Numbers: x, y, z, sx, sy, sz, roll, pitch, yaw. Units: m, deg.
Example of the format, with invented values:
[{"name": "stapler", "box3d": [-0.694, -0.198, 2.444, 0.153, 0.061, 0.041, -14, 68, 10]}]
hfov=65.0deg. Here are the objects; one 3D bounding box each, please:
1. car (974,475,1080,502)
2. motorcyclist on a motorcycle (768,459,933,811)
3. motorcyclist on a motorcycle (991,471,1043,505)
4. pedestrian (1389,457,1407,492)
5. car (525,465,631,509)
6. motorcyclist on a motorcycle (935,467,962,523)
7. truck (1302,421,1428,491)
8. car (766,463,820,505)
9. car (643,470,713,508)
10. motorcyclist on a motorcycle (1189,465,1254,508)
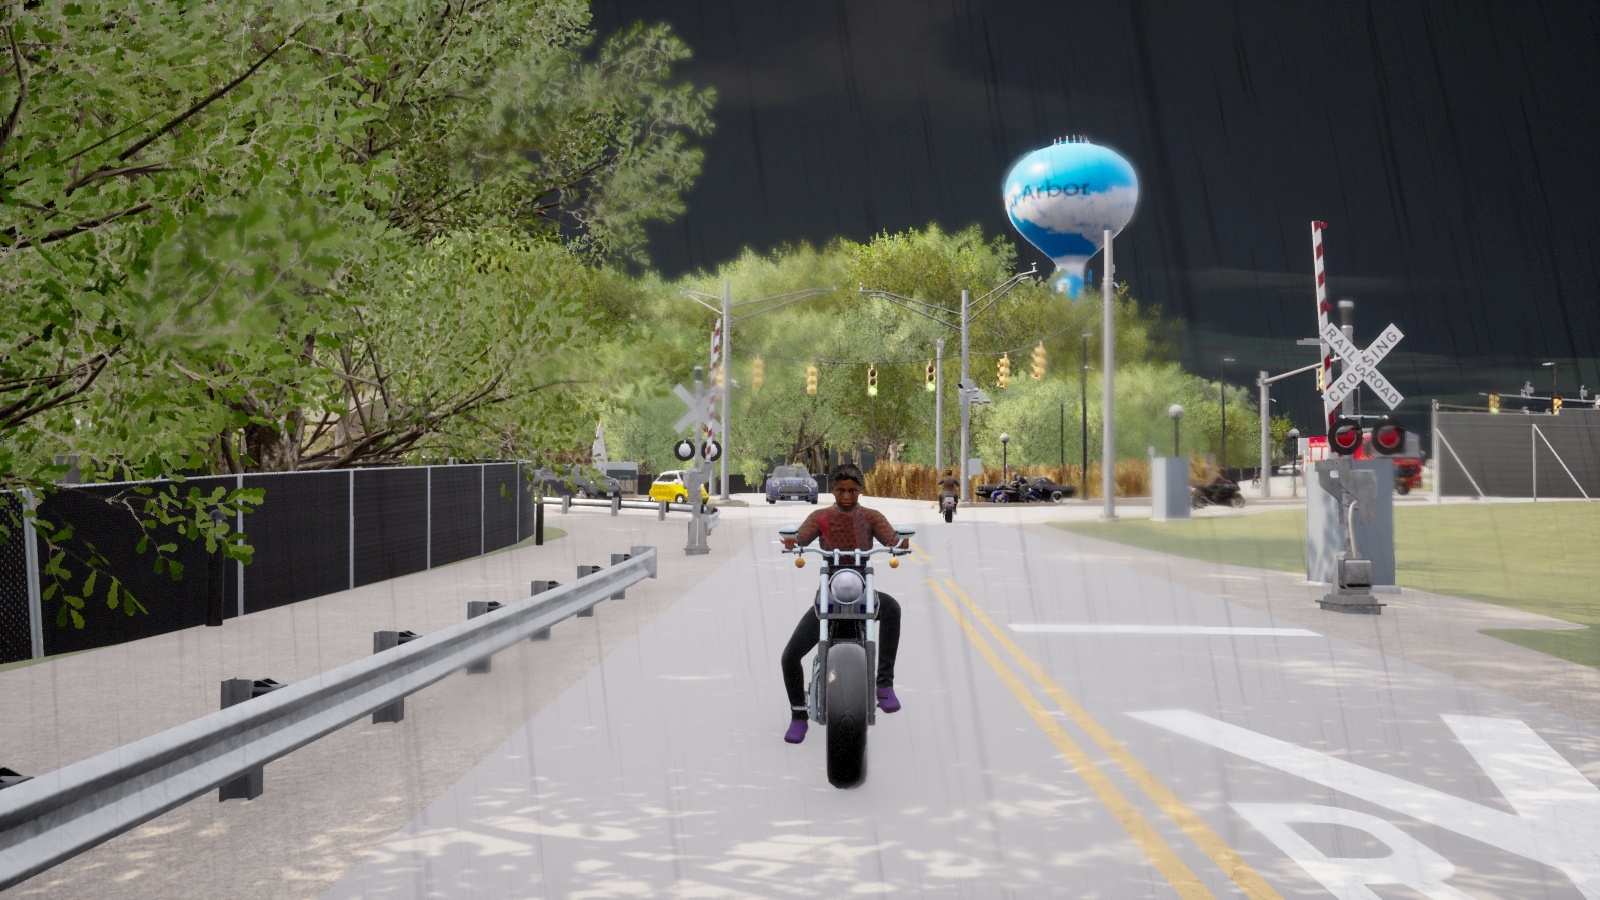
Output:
[{"name": "car", "box3d": [10.910, 1.855, 60.601, 4.718, 1.301, 1.895, 0, -1, -4]}, {"name": "motorcyclist on a motorcycle", "box3d": [0.270, 0.884, 7.085, 0.766, 1.649, 2.350, 0, -1, 2]}, {"name": "motorcyclist on a motorcycle", "box3d": [9.860, 1.730, 57.018, 2.191, 1.530, 0.866, 0, -1, -4]}, {"name": "pedestrian", "box3d": [31.857, 1.287, 66.862, 0.726, 1.842, 0.402, 0, -3, -8]}, {"name": "car", "box3d": [-7.948, 1.329, 44.832, 3.633, 1.501, 1.845, -1, -3, 41]}, {"name": "motorcyclist on a motorcycle", "box3d": [4.574, 1.367, 38.672, 0.766, 1.649, 2.350, 1, -1, 6]}, {"name": "truck", "box3d": [32.609, 0.409, 72.905, 2.891, 3.827, 8.468, 0, -1, -5]}, {"name": "car", "box3d": [-0.368, 1.471, 55.251, 2.097, 1.767, 4.553, 0, -1, -4]}, {"name": "car", "box3d": [-4.652, 1.502, 47.848, 2.207, 1.376, 1.481, -2, -3, 34]}, {"name": "motorcyclist on a motorcycle", "box3d": [15.125, 1.316, 45.085, 2.044, 1.523, 0.797, 0, -1, -6]}]
